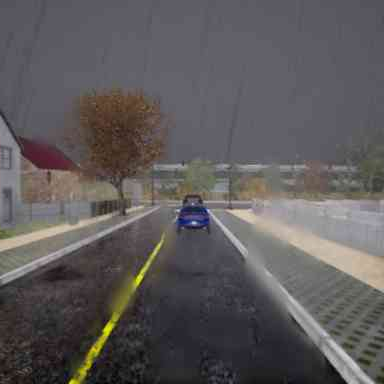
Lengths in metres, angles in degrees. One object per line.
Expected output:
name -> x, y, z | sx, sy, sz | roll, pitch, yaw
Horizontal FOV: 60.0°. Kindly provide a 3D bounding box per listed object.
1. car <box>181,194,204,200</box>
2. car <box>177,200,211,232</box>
car -> 0.098, 1.269, 34.354 | 2.150, 2.045, 5.566 | 0, 0, 0
car -> 0.098, 1.498, 20.068 | 1.882, 1.535, 5.008 | 0, 0, 0
